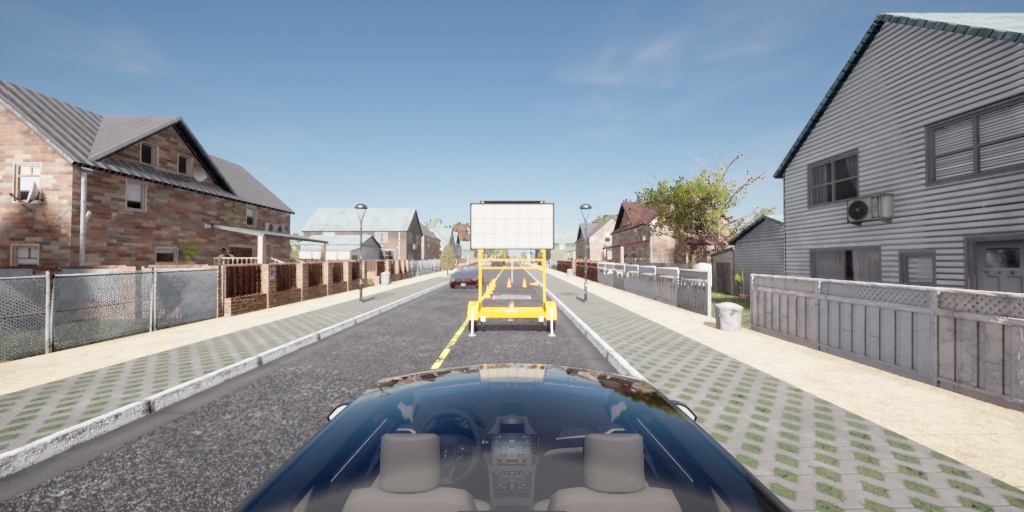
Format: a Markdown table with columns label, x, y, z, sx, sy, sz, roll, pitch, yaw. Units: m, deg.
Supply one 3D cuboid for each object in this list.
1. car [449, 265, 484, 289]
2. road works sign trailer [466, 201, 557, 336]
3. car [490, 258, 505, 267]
| label | x | y | z | sx | sy | sz | roll | pitch | yaw |
| --- | --- | --- | --- | --- | --- | --- | --- | --- | --- |
| car | -2.867 | 1.324 | 23.809 | 2.033 | 1.411 | 5.357 | 0 | 0 | 0 |
| road works sign trailer | 0.007 | 0.220 | 10.362 | 2.380 | 3.560 | 2.880 | 0 | 0 | 0 |
| car | -2.853 | 1.485 | 65.198 | 1.994 | 1.385 | 4.181 | 0 | 0 | 1 |
